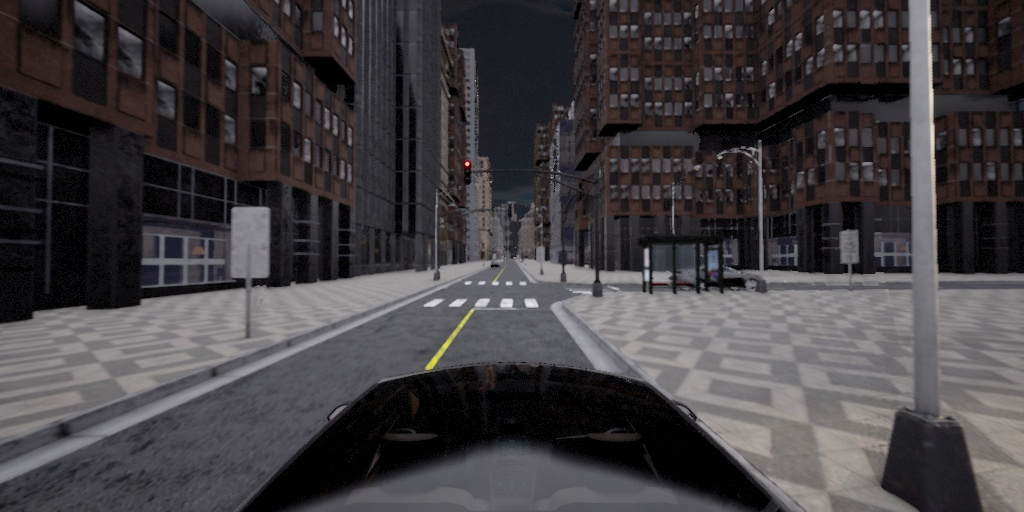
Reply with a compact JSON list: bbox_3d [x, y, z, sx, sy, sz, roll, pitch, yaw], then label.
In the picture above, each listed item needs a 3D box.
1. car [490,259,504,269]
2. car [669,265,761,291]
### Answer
[{"bbox_3d":[-2.980,1.631,64.965,1.895,1.301,4.718,0,0,1],"label":"car"},{"bbox_3d":[11.516,1.223,20.407,4.902,1.511,2.128,0,-1,0],"label":"car"}]
